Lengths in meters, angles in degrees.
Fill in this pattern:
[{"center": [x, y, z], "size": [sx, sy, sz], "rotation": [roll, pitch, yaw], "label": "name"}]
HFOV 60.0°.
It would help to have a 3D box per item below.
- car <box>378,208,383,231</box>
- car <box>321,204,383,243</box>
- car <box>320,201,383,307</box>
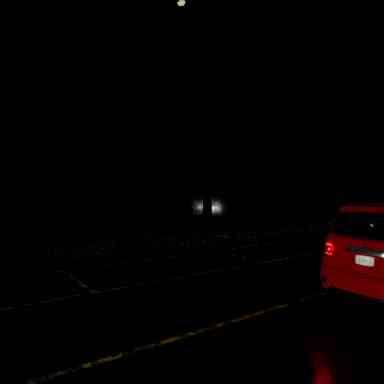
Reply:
[{"center": [13.005, 1.575, 19.682], "size": [4.206, 1.307, 1.802], "rotation": [0, -1, -35], "label": "car"}, {"center": [8.456, 1.435, 16.440], "size": [4.097, 1.590, 1.967], "rotation": [0, -1, -35], "label": "car"}, {"center": [5.001, 1.216, 6.888], "size": [5.566, 2.045, 2.150], "rotation": [0, 0, -34], "label": "car"}]
